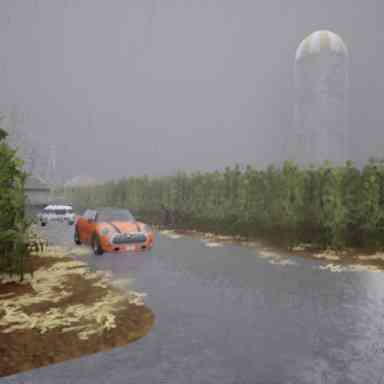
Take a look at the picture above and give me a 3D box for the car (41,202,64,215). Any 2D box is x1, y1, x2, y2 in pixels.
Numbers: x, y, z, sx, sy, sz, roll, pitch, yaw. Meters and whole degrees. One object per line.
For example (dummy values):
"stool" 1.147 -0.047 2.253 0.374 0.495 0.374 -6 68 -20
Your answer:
"car" -17.583 2.017 41.807 1.882 1.535 5.008 1 -2 -32

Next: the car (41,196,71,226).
"car" -10.236 1.330 24.518 2.150 2.045 5.566 1 -1 -33

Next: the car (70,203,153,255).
"car" -3.323 1.428 13.721 2.097 1.767 4.553 1 -1 -31

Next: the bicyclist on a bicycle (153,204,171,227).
"bicyclist on a bicycle" -2.003 1.693 23.747 1.656 1.620 0.582 1 -1 -33
